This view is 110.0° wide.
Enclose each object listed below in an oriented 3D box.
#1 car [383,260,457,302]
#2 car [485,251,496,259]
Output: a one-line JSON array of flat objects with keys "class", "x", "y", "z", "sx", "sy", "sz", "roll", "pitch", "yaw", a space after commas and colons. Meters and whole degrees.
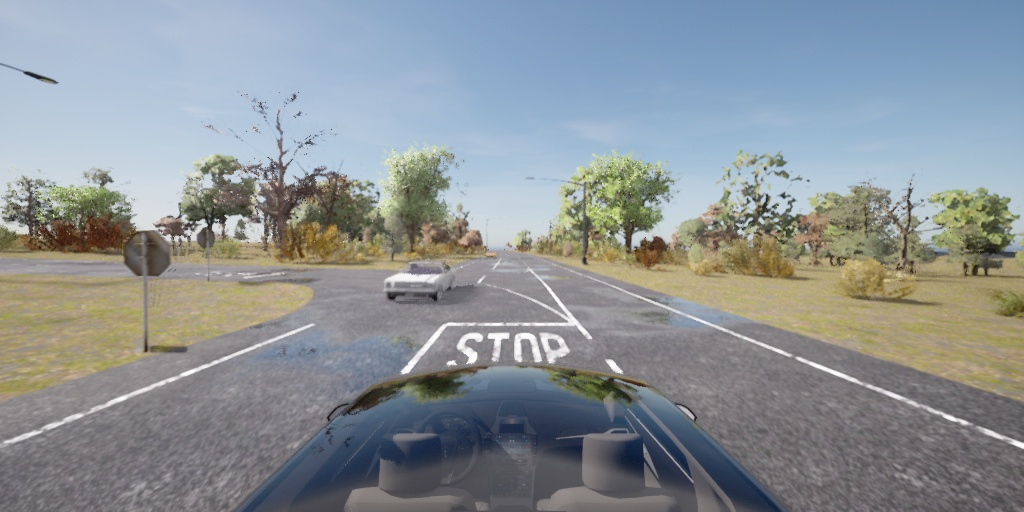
[{"class": "car", "x": -3.495, "y": 0.886, "z": 14.384, "sx": 1.895, "sy": 1.301, "sz": 4.718, "roll": 1, "pitch": 3, "yaw": 0}, {"class": "car", "x": -3.814, "y": -0.217, "z": 64.538, "sx": 1.882, "sy": 1.535, "sz": 5.008, "roll": 0, "pitch": 1, "yaw": -1}]
